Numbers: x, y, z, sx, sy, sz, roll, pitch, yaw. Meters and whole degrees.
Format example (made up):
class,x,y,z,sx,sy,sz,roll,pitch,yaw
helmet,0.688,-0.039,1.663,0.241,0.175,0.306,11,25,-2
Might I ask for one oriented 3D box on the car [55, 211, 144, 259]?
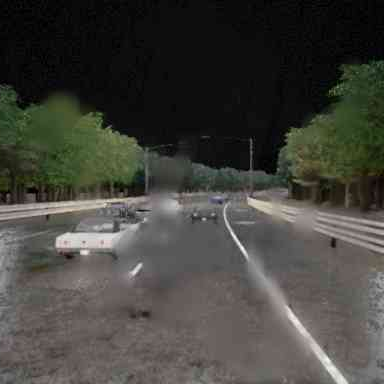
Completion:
class,x,y,z,sx,sy,sz,roll,pitch,yaw
car,-3.276,1.612,12.613,1.895,1.301,4.718,0,0,2

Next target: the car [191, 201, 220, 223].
class,x,y,z,sx,sy,sz,roll,pitch,yaw
car,1.004,1.630,25.501,1.895,1.301,4.718,0,0,4

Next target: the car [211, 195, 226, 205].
class,x,y,z,sx,sy,sz,roll,pitch,yaw
car,4.332,1.403,56.960,1.882,1.535,5.008,0,1,9

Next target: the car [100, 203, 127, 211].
class,x,y,z,sx,sy,sz,roll,pitch,yaw
car,-5.919,1.571,26.922,2.033,1.411,5.357,0,0,4

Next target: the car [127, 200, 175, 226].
class,x,y,z,sx,sy,sz,roll,pitch,yaw
car,-2.764,1.515,23.430,2.128,1.511,4.902,0,0,3

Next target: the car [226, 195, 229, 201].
class,x,y,z,sx,sy,sz,roll,pitch,yaw
car,7.117,1.265,74.151,1.994,1.385,4.181,0,1,11

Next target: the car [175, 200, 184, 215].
class,x,y,z,sx,sy,sz,roll,pitch,yaw
car,-1.960,1.561,34.259,1.812,1.442,4.674,0,0,5
